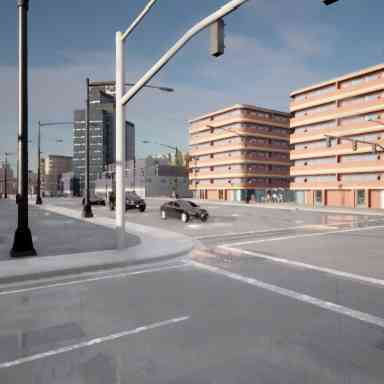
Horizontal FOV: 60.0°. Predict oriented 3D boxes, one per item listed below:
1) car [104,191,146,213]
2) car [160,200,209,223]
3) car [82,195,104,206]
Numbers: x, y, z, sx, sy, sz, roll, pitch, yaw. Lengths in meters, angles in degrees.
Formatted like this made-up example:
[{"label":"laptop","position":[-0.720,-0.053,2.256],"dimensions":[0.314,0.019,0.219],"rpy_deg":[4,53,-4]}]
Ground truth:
[{"label":"car","position":[-6.663,0.932,33.683],"dimensions":[2.150,2.045,5.566],"rpy_deg":[0,1,-34]},{"label":"car","position":[-0.655,1.373,24.866],"dimensions":[1.837,1.490,4.892],"rpy_deg":[0,1,-34]},{"label":"car","position":[-12.396,1.095,42.104],"dimensions":[1.994,1.385,4.181],"rpy_deg":[0,1,-34]}]
